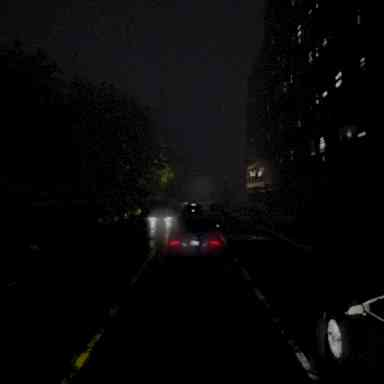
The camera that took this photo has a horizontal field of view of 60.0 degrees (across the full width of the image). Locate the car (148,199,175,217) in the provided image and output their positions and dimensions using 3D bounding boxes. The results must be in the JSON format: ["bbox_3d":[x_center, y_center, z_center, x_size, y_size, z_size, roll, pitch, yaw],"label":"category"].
[{"bbox_3d":[-3.072,1.706,34.066,1.812,1.442,4.674,0,0,0],"label":"car"}]

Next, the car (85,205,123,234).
[{"bbox_3d":[-5.671,1.543,19.702,1.967,1.590,4.097,0,0,0],"label":"car"}]

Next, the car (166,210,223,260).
[{"bbox_3d":[0.095,1.613,12.587,2.033,1.411,5.357,0,0,0],"label":"car"}]

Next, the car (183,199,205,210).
[{"bbox_3d":[0.121,1.740,33.233,1.994,1.385,4.181,0,0,0],"label":"car"}]

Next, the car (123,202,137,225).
[{"bbox_3d":[-5.667,1.714,25.240,1.802,1.307,4.206,0,0,0],"label":"car"}]

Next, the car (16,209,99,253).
[{"bbox_3d":[-5.677,1.639,14.163,1.947,1.339,4.313,0,0,0],"label":"car"}]

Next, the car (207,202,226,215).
[{"bbox_3d":[2.721,1.744,36.313,2.008,1.369,4.403,0,0,0],"label":"car"}]

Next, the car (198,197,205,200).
[{"bbox_3d":[2.765,2.086,90.844,1.947,1.339,4.313,0,0,0],"label":"car"}]

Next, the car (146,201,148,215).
[{"bbox_3d":[-5.659,1.633,36.318,1.967,1.590,4.097,0,0,0],"label":"car"}]

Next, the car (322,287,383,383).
[{"bbox_3d":[2.695,1.567,3.081,2.008,1.369,4.403,0,0,0],"label":"car"}]

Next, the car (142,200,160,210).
[{"bbox_3d":[-5.727,1.806,47.393,2.008,1.369,4.403,0,0,0],"label":"car"}]

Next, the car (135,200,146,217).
[{"bbox_3d":[-5.663,1.687,30.609,1.752,1.417,4.829,0,0,0],"label":"car"}]

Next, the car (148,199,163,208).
[{"bbox_3d":[-5.775,1.831,52.933,1.887,1.381,4.507,0,0,0],"label":"car"}]
